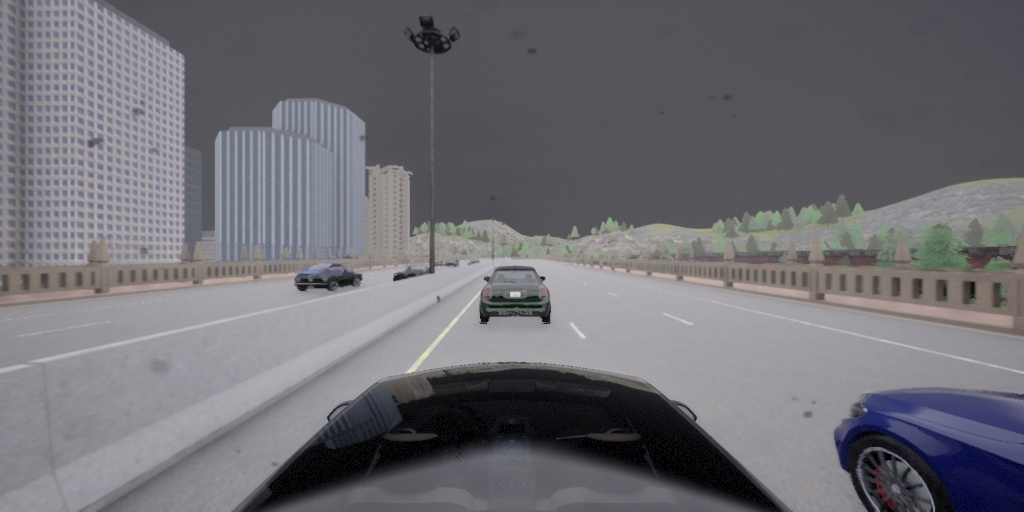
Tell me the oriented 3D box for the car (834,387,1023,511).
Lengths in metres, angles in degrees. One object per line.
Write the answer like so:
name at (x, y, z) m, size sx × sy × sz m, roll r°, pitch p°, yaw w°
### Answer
car at (3.589, 1.276, 0.994) m, size 1.812 × 1.442 × 4.674 m, roll 0°, pitch 0°, yaw 0°

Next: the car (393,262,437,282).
car at (-7.104, 1.346, 26.203) m, size 1.895 × 1.301 × 4.718 m, roll 0°, pitch 0°, yaw 0°

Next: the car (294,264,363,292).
car at (-10.604, 1.347, 21.109) m, size 1.895 × 1.301 × 4.718 m, roll 0°, pitch 0°, yaw 0°

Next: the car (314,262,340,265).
car at (-14.103, 1.223, 27.113) m, size 1.882 × 1.535 × 5.008 m, roll 0°, pitch 0°, yaw 0°

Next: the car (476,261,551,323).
car at (0.096, 1.100, 12.209) m, size 2.097 × 1.767 × 4.553 m, roll 0°, pitch 0°, yaw 0°

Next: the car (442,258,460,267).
car at (-10.545, 1.090, 63.592) m, size 2.097 × 1.767 × 4.553 m, roll 0°, pitch 0°, yaw 1°
